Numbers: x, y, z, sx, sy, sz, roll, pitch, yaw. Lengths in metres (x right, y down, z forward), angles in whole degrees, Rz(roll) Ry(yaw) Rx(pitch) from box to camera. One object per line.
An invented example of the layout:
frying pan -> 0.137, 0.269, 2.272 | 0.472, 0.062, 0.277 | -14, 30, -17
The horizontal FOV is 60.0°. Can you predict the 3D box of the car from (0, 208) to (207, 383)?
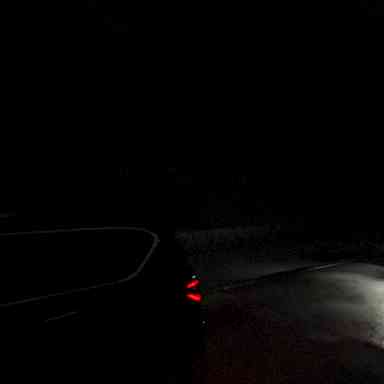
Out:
car -> -2.455, 1.221, 2.878 | 5.566, 2.045, 2.150 | 0, 0, -35
